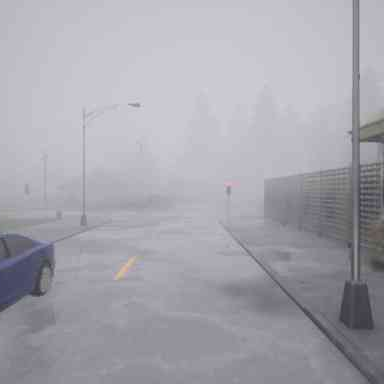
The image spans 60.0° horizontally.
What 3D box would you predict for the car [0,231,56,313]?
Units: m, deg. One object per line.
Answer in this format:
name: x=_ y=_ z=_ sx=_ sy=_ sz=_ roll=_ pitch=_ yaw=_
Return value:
car: x=-4.116 y=1.476 z=5.788 sx=1.882 sy=1.535 sz=5.008 roll=0 pitch=0 yaw=0
